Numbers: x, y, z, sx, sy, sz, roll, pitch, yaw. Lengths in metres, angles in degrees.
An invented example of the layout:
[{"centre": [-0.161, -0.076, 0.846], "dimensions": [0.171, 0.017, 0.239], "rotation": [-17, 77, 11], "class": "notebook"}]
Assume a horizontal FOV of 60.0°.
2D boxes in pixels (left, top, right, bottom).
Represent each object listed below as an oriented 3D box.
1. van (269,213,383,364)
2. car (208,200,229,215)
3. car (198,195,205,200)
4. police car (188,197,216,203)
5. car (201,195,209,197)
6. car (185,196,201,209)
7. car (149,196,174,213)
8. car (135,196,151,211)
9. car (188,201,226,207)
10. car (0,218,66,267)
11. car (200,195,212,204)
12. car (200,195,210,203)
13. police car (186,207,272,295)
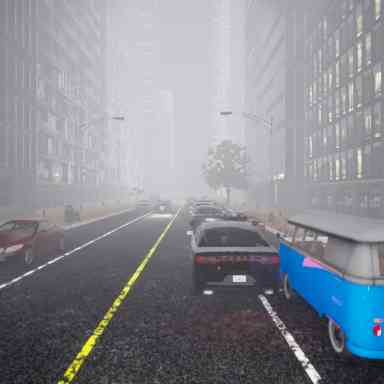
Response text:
[{"centre": [2.683, 1.341, 5.709], "dimensions": [1.690, 1.788, 3.998], "rotation": [0, 0, 0], "class": "van"}, {"centre": [2.643, 1.581, 34.171], "dimensions": [1.802, 1.307, 4.206], "rotation": [0, 0, 0], "class": "car"}, {"centre": [2.566, 1.463, 91.095], "dimensions": [1.887, 1.381, 4.507], "rotation": [0, 0, 0], "class": "car"}, {"centre": [0.866, 1.425, 24.835], "dimensions": [1.930, 1.638, 5.238], "rotation": [0, 0, 0], "class": "police car"}, {"centre": [2.628, 1.544, 45.555], "dimensions": [2.008, 1.369, 4.403], "rotation": [0, 0, 0], "class": "car"}, {"centre": [-0.052, 1.594, 45.802], "dimensions": [1.895, 1.301, 4.718], "rotation": [0, 0, 0], "class": "car"}, {"centre": [-3.051, 1.490, 36.497], "dimensions": [2.128, 1.511, 4.902], "rotation": [0, 0, 0], "class": "car"}, {"centre": [-5.745, 1.548, 39.855], "dimensions": [2.008, 1.369, 4.403], "rotation": [0, 0, 0], "class": "car"}, {"centre": [0.874, 1.478, 18.725], "dimensions": [1.882, 1.535, 5.008], "rotation": [0, 0, 0], "class": "car"}, {"centre": [-5.706, 1.582, 11.392], "dimensions": [1.802, 1.307, 4.206], "rotation": [0, 0, 0], "class": "car"}, {"centre": [2.605, 1.410, 62.633], "dimensions": [1.967, 1.590, 4.097], "rotation": [0, 0, 0], "class": "car"}, {"centre": [2.597, 1.401, 68.325], "dimensions": [1.967, 1.590, 4.097], "rotation": [0, 0, 0], "class": "car"}, {"centre": [0.888, 1.425, 8.835], "dimensions": [1.930, 1.638, 5.238], "rotation": [0, 0, 0], "class": "police car"}]
